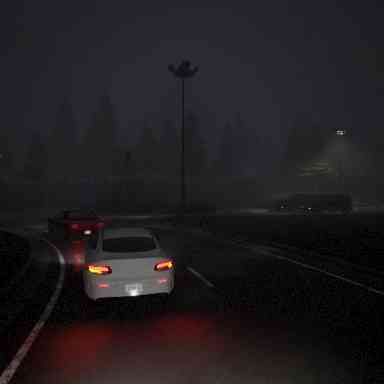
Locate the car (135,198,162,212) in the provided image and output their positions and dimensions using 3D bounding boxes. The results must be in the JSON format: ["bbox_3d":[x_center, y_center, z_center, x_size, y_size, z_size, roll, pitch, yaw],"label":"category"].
[{"bbox_3d":[-4.955,1.477,37.302,5.008,1.535,1.882,0,0,-14],"label":"car"}]

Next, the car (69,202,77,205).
[{"bbox_3d":[-11.832,1.477,39.240,5.008,1.535,1.882,0,0,-14],"label":"car"}]

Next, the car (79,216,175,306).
[{"bbox_3d":[-1.650,1.526,8.089,1.812,1.442,4.674,0,0,-16],"label":"car"}]

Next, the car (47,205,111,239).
[{"bbox_3d":[-6.153,1.601,17.385,1.895,1.301,4.718,0,0,-35],"label":"car"}]

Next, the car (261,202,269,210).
[{"bbox_3d":[10.829,1.525,41.095,4.674,1.442,1.812,0,0,-14],"label":"car"}]

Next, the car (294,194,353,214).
[{"bbox_3d":[13.975,1.222,34.675,5.566,2.045,2.150,0,0,-14],"label":"car"}]

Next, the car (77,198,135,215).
[{"bbox_3d":[-8.456,1.505,32.856,4.892,1.490,1.837,0,0,-14],"label":"car"}]

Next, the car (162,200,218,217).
[{"bbox_3d":[-0.012,1.492,31.295,4.902,1.511,2.128,0,0,-14],"label":"car"}]

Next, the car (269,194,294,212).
[{"bbox_3d":[12.103,1.221,37.823,5.566,2.045,2.150,0,0,-14],"label":"car"}]

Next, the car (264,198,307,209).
[{"bbox_3d":[12.695,1.547,45.167,5.357,1.411,2.033,0,0,-14],"label":"car"}]
